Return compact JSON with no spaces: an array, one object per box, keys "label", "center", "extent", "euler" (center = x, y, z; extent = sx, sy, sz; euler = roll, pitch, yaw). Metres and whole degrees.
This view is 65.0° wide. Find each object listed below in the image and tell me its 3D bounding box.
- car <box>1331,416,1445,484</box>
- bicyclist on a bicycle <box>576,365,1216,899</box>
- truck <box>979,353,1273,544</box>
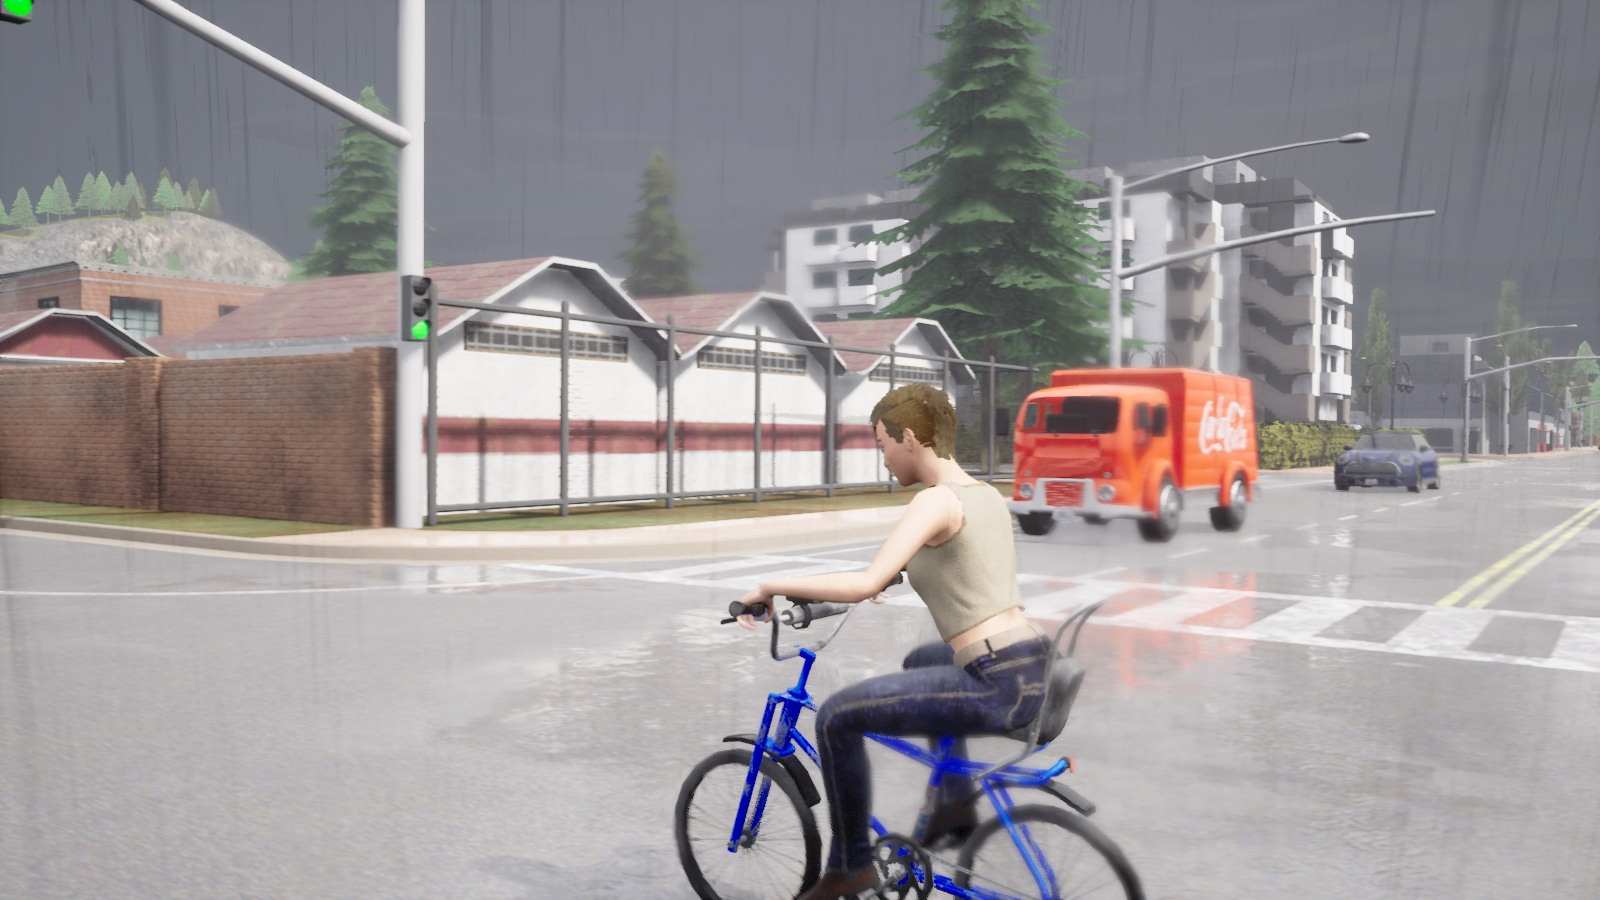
[{"label":"car","center":[16.468,-0.038,35.066],"extent":[2.097,1.767,4.553],"euler":[0,1,35]},{"label":"bicyclist on a bicycle","center":[0.252,0.618,3.449],"extent":[1.509,1.612,0.866],"euler":[0,1,34]},{"label":"truck","center":[5.113,-0.062,19.070],"extent":[2.627,2.467,5.204],"euler":[0,1,35]}]
